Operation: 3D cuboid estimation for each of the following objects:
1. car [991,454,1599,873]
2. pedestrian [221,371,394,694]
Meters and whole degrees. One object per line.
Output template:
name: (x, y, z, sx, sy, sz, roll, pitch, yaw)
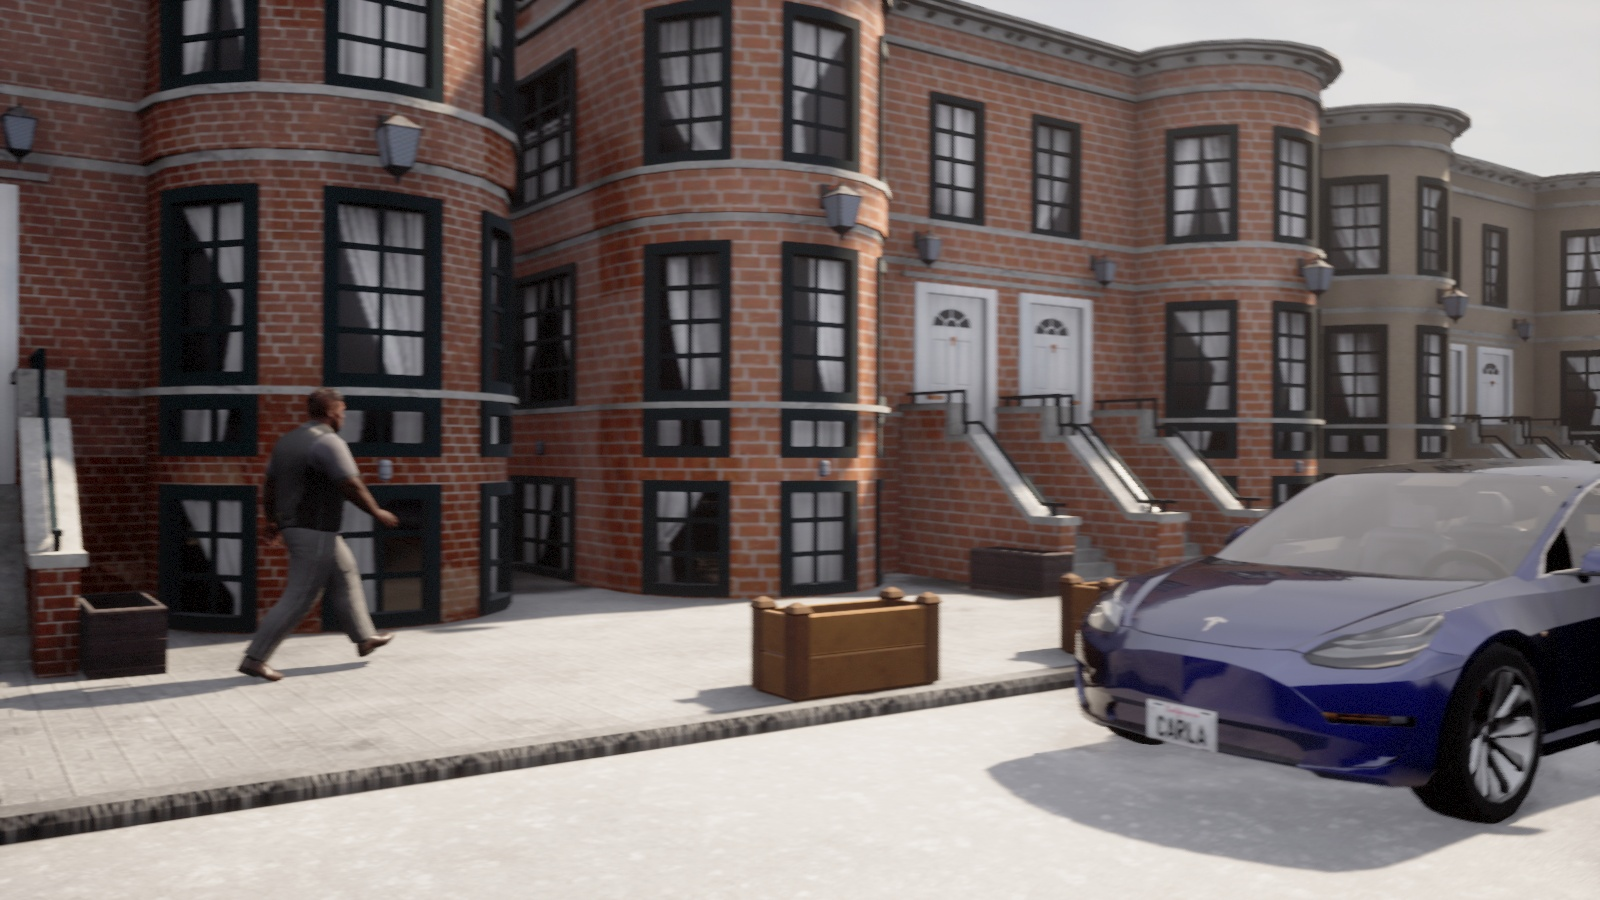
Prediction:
car: (3.534, 0.768, 6.726, 4.792, 1.488, 2.163, 0, 0, -35)
pedestrian: (-3.060, 0.484, 7.820, 0.849, 1.883, 0.563, 0, 0, -44)
